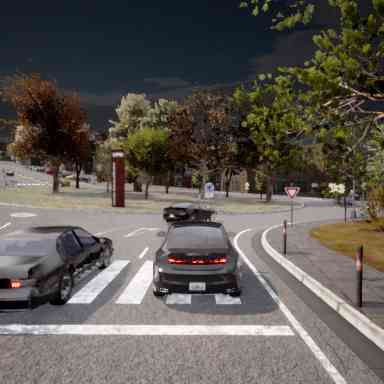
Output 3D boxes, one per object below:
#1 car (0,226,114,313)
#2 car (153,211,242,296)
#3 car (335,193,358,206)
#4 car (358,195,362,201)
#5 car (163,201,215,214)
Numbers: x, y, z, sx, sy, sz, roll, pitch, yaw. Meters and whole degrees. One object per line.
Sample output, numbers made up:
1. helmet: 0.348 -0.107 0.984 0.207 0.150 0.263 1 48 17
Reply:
1. car: -3.364 1.521 7.913 2.033 1.411 5.357 0 0 1
2. car: 0.117 1.475 8.528 1.837 1.490 4.892 0 0 0
3. car: 20.419 1.111 44.926 2.033 1.411 5.357 0 2 15
4. car: 28.575 0.844 59.563 4.892 1.490 1.837 2 2 -37
5. car: -0.028 1.364 23.046 1.882 1.535 5.008 2 1 29
